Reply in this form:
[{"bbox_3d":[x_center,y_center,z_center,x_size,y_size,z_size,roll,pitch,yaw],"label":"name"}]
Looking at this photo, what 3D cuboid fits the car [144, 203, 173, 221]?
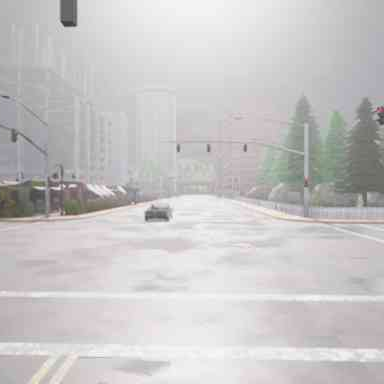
[{"bbox_3d":[-2.669,1.622,27.121,1.895,1.301,4.718,0,0,2],"label":"car"}]
